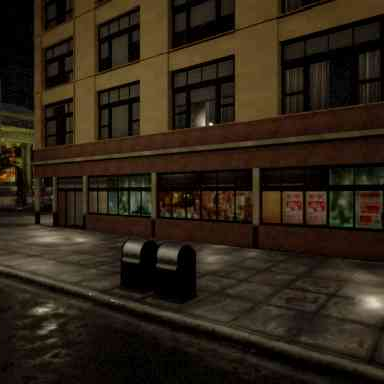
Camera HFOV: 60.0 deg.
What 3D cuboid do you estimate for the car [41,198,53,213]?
[{"bbox_3d":[-13.552,1.351,35.624,2.097,1.767,4.553,0,0,36],"label":"car"}]
